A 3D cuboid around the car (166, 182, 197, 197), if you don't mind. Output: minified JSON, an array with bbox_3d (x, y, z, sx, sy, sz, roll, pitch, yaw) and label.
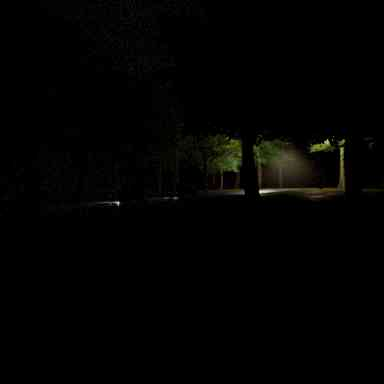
[{"bbox_3d":[-1.451,-0.389,49.360,2.150,2.045,5.566,-1,2,37],"label":"car"}]

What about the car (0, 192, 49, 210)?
[{"bbox_3d":[-15.865,0.808,30.808,1.837,1.490,4.892,0,2,40],"label":"car"}]

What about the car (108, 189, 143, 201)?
[{"bbox_3d":[-8.061,0.330,40.768,1.812,1.442,4.674,-1,2,37],"label":"car"}]
